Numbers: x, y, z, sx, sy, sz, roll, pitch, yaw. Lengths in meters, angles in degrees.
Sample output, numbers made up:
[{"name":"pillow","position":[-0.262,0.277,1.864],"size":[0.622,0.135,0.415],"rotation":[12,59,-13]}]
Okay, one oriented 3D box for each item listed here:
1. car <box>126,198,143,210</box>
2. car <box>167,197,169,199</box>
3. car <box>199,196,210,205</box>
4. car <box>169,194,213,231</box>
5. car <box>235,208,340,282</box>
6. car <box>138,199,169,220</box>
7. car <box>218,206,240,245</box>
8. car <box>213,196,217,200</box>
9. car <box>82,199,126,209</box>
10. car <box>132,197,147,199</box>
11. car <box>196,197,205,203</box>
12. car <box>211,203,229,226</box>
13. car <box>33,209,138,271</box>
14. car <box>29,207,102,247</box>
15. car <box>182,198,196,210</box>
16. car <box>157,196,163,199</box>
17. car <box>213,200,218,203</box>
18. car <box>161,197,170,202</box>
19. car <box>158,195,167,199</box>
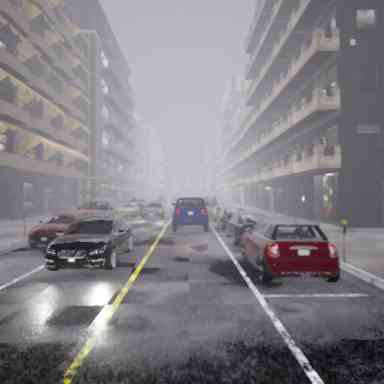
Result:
[{"name":"car","position":[-5.996,1.634,31.829],"size":[1.752,1.417,4.829],"rotation":[1,0,-1]},{"name":"car","position":[-3.724,1.651,69.690],"size":[1.882,1.535,5.008],"rotation":[0,0,-1]},{"name":"car","position":[2.351,1.621,62.790],"size":[1.801,1.575,5.366],"rotation":[0,0,-1]},{"name":"car","position":[-0.104,1.280,21.229],"size":[2.150,2.045,5.566],"rotation":[0,0,-1]},{"name":"car","position":[2.622,1.456,9.786],"size":[1.967,1.590,4.097],"rotation":[1,0,-1]},{"name":"car","position":[-3.338,1.618,29.763],"size":[1.812,1.442,4.674],"rotation":[0,0,0]},{"name":"car","position":[2.561,1.582,15.354],"size":[2.008,1.369,4.403],"rotation":[1,0,-1]},{"name":"car","position":[2.265,1.423,43.192],"size":[2.192,1.841,5.009],"rotation":[1,0,-1]},{"name":"car","position":[-5.876,1.394,20.865],"size":[2.192,1.841,5.009],"rotation":[1,0,-1]},{"name":"car","position":[-6.056,1.440,37.568],"size":[2.192,1.841,5.009],"rotation":[1,0,-1]},{"name":"car","position":[1.903,1.774,76.597],"size":[1.947,1.339,4.313],"rotation":[1,0,-1]},{"name":"car","position":[2.502,1.596,20.921],"size":[2.008,1.369,4.403],"rotation":[1,0,-1]},{"name":"car","position":[-3.193,1.548,11.168],"size":[1.837,1.490,4.892],"rotation":[0,0,-1]},{"name":"car","position":[-5.819,1.608,15.297],"size":[1.887,1.381,4.507],"rotation":[1,0,-1]},{"name":"car","position":[-0.361,1.650,45.185],"size":[1.812,1.442,4.674],"rotation":[0,0,-1]},{"name":"car","position":[-6.238,1.740,54.270],"size":[1.947,1.339,4.313],"rotation":[1,0,-1]},{"name":"car","position":[2.440,1.587,26.659],"size":[1.752,1.417,4.829],"rotation":[1,0,-1]},{"name":"car","position":[-6.537,1.841,82.107],"size":[1.802,1.307,4.206],"rotation":[1,0,-1]},{"name":"car","position":[-6.415,1.539,70.973],"size":[2.192,1.841,5.009],"rotation":[1,0,-1]}]
